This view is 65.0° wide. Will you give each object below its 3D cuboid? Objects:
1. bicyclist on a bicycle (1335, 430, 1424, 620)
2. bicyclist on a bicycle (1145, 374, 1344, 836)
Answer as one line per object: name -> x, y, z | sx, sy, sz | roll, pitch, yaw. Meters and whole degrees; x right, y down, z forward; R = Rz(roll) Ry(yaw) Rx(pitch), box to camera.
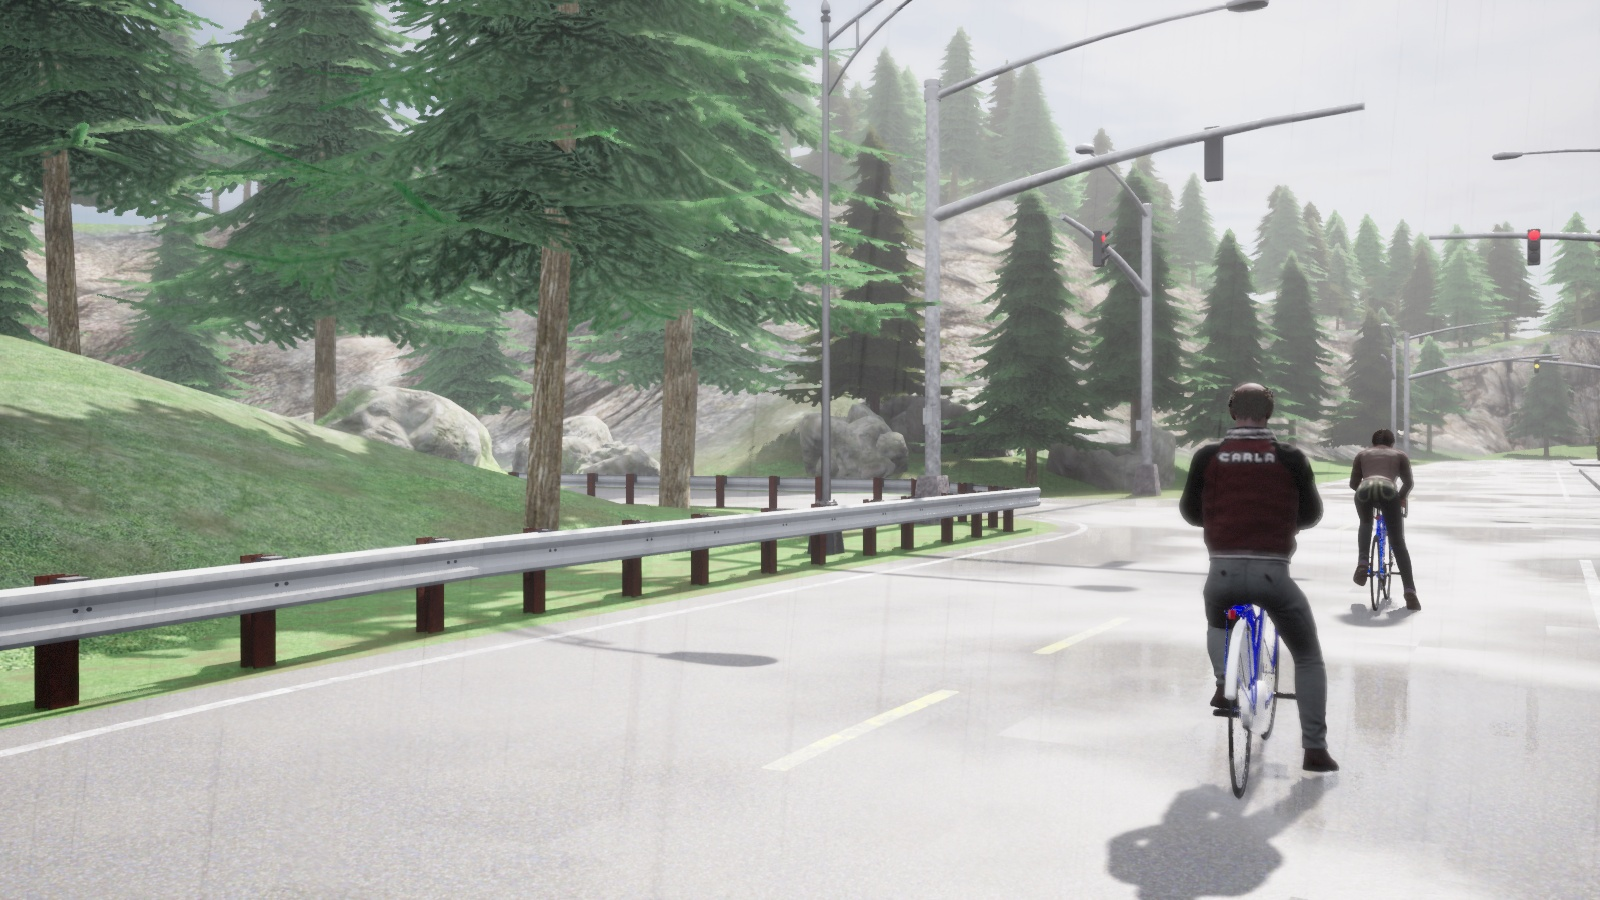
bicyclist on a bicycle -> 5.347, 0.638, 11.548 | 0.582, 1.620, 1.656 | 0, 0, 30
bicyclist on a bicycle -> 2.104, 0.586, 5.788 | 0.659, 1.776, 1.843 | 0, 1, 26
